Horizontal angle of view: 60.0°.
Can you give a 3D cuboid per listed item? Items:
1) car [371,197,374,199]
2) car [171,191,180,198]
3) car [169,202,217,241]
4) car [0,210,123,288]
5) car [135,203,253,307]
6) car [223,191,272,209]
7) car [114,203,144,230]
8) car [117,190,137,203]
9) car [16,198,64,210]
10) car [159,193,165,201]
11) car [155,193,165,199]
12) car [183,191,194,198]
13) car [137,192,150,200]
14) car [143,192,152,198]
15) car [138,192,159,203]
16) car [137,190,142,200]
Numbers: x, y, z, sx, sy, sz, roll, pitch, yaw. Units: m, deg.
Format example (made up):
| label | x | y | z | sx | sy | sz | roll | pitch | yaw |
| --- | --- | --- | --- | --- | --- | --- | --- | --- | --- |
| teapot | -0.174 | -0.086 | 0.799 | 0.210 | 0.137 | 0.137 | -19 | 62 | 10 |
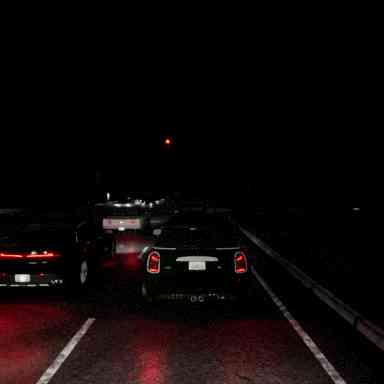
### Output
| label | x | y | z | sx | sy | sz | roll | pitch | yaw |
| --- | --- | --- | --- | --- | --- | --- | --- | --- | --- |
| car | 21.541 | 1.266 | 39.693 | 4.181 | 1.385 | 1.994 | 0 | 0 | -3 |
| car | -4.146 | 0.683 | 85.372 | 1.882 | 1.535 | 5.008 | 0 | 1 | -4 |
| car | 0.060 | 1.388 | 17.264 | 2.128 | 1.511 | 4.902 | 0 | 0 | 1 |
| car | -3.415 | 1.468 | 9.120 | 1.837 | 1.490 | 4.892 | 0 | 0 | 0 |
| car | 0.087 | 1.323 | 8.068 | 2.097 | 1.767 | 4.553 | 0 | 0 | 0 |
| car | 6.403 | 0.934 | 38.480 | 5.566 | 2.045 | 2.150 | 0 | 0 | -8 |
| car | -3.437 | 1.487 | 18.441 | 1.895 | 1.301 | 4.718 | 0 | 0 | 0 |
| car | -10.699 | 0.930 | 53.847 | 2.097 | 1.767 | 4.553 | 0 | 0 | 0 |
| car | -17.114 | 1.321 | 37.430 | 4.718 | 1.301 | 1.895 | 0 | 1 | -3 |
| car | -7.176 | 1.006 | 66.063 | 2.033 | 1.411 | 5.357 | 0 | 1 | 1 |
| car | -7.307 | 0.871 | 76.490 | 2.033 | 1.411 | 5.357 | 0 | 1 | -1 |
| car | -0.686 | 0.709 | 86.072 | 1.812 | 1.442 | 4.674 | 0 | 1 | -4 |
| car | -10.737 | 0.896 | 73.512 | 2.128 | 1.511 | 4.902 | 0 | 1 | -1 |
| car | -11.073 | 0.750 | 83.734 | 1.812 | 1.442 | 4.674 | 0 | 1 | -2 |
| car | -7.204 | 1.106 | 55.995 | 2.033 | 1.411 | 5.357 | 0 | 1 | 0 |
| car | -10.685 | 0.710 | 63.287 | 2.150 | 2.045 | 5.566 | 0 | 1 | 0 |
